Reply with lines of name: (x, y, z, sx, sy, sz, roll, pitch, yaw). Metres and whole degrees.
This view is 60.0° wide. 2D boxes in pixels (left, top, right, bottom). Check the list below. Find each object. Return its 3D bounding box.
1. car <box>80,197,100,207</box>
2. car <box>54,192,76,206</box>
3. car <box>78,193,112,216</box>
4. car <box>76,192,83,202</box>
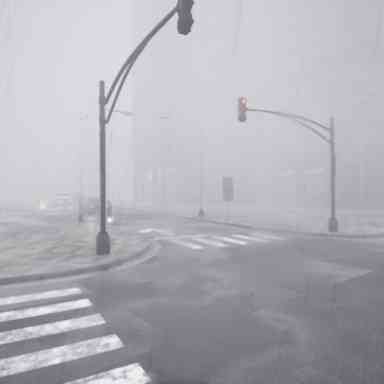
car: (-14.791, 1.442, 48.274, 1.895, 1.301, 4.718, 0, 0, -28)
car: (-19.785, 1.055, 51.008, 2.150, 2.045, 5.566, 0, 0, -29)
car: (-9.006, 1.242, 31.268, 2.097, 1.767, 4.553, 0, 0, -29)
car: (-19.716, 1.044, 57.102, 2.150, 2.045, 5.566, 0, 0, -29)
